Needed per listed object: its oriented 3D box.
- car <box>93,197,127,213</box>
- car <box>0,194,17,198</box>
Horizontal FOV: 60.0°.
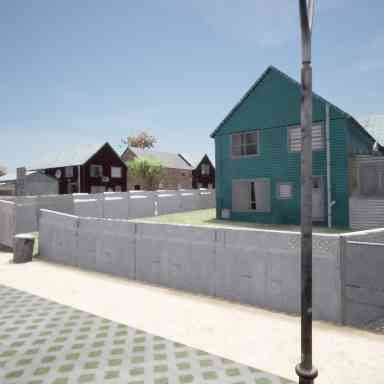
[{"bbox_3d":[-7.399,0.971,28.874,1.837,1.490,4.892,-1,1,35],"label":"car"},{"bbox_3d":[-12.737,1.067,21.437,2.097,1.767,4.553,-1,1,37],"label":"car"}]
